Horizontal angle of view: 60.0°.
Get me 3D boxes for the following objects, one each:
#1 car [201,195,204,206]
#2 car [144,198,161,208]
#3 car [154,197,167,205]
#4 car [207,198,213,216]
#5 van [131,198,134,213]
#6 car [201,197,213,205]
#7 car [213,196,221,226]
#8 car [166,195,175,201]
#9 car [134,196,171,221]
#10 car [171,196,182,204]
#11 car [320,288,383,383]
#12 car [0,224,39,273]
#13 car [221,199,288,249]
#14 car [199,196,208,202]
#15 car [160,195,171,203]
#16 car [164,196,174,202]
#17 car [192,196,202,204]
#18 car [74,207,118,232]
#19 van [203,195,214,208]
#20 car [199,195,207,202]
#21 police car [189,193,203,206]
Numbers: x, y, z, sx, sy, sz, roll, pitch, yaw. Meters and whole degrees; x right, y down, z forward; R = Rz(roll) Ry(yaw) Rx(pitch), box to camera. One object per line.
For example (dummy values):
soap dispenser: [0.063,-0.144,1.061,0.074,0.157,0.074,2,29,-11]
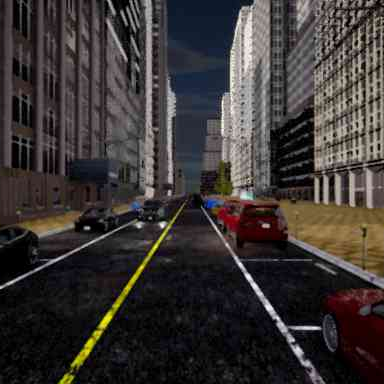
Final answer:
car: [2.698,1.600,48.673,2.008,1.369,4.403,0,0,0]
car: [-5.683,1.615,48.694,1.947,1.339,4.313,0,0,0]
car: [-5.682,1.613,60.072,2.008,1.369,4.403,0,0,0]
car: [2.698,1.556,31.776,1.752,1.417,4.829,0,0,0]
van: [-5.681,1.378,37.315,1.690,1.788,3.998,0,0,0]
car: [2.699,1.612,60.051,2.008,1.369,4.403,0,0,0]
car: [2.699,1.335,20.228,2.192,1.841,5.009,0,0,0]
car: [-5.681,1.641,88.517,1.887,1.381,4.507,0,0,0]
car: [-3.095,1.379,27.007,2.097,1.767,4.553,0,0,0]
car: [-2.999,1.599,67.413,2.033,1.411,5.357,0,0,0]
car: [2.696,1.585,3.161,1.802,1.307,4.206,0,0,0]
car: [-5.685,1.575,8.869,1.947,1.339,4.313,0,0,0]
car: [2.699,1.329,14.539,2.192,1.841,5.009,0,0,0]
car: [2.699,1.633,77.117,2.008,1.369,4.403,0,0,0]
car: [-5.681,1.515,71.451,1.967,1.590,4.097,0,0,0]
car: [-5.682,1.640,82.829,2.008,1.369,4.403,0,0,0]
car: [0.902,1.572,64.620,1.837,1.490,4.892,0,0,0]
car: [-5.684,1.586,20.248,1.947,1.339,4.313,0,0,0]
van: [2.700,1.384,42.984,1.690,1.788,3.998,0,0,0]
car: [2.700,1.529,82.806,1.967,1.590,4.097,0,0,0]
police car: [0.902,1.481,54.730,1.930,1.638,5.238,0,0,0]
